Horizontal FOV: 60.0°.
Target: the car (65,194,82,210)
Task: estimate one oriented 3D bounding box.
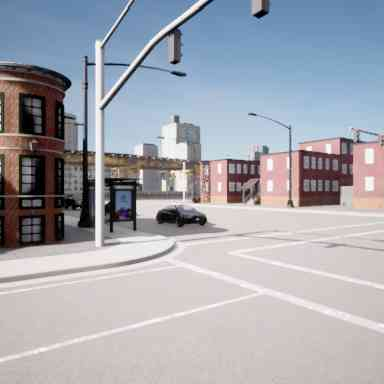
[{"bbox_3d":[-14.556,1.221,42.371,2.150,2.045,5.566,0,0,-35],"label":"car"}]

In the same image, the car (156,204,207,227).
[{"bbox_3d":[-0.784,1.562,22.901,1.994,1.385,4.181,0,0,-35],"label":"car"}]

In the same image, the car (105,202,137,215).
[{"bbox_3d":[-6.856,1.523,31.470,1.812,1.442,4.674,0,0,-35],"label":"car"}]
